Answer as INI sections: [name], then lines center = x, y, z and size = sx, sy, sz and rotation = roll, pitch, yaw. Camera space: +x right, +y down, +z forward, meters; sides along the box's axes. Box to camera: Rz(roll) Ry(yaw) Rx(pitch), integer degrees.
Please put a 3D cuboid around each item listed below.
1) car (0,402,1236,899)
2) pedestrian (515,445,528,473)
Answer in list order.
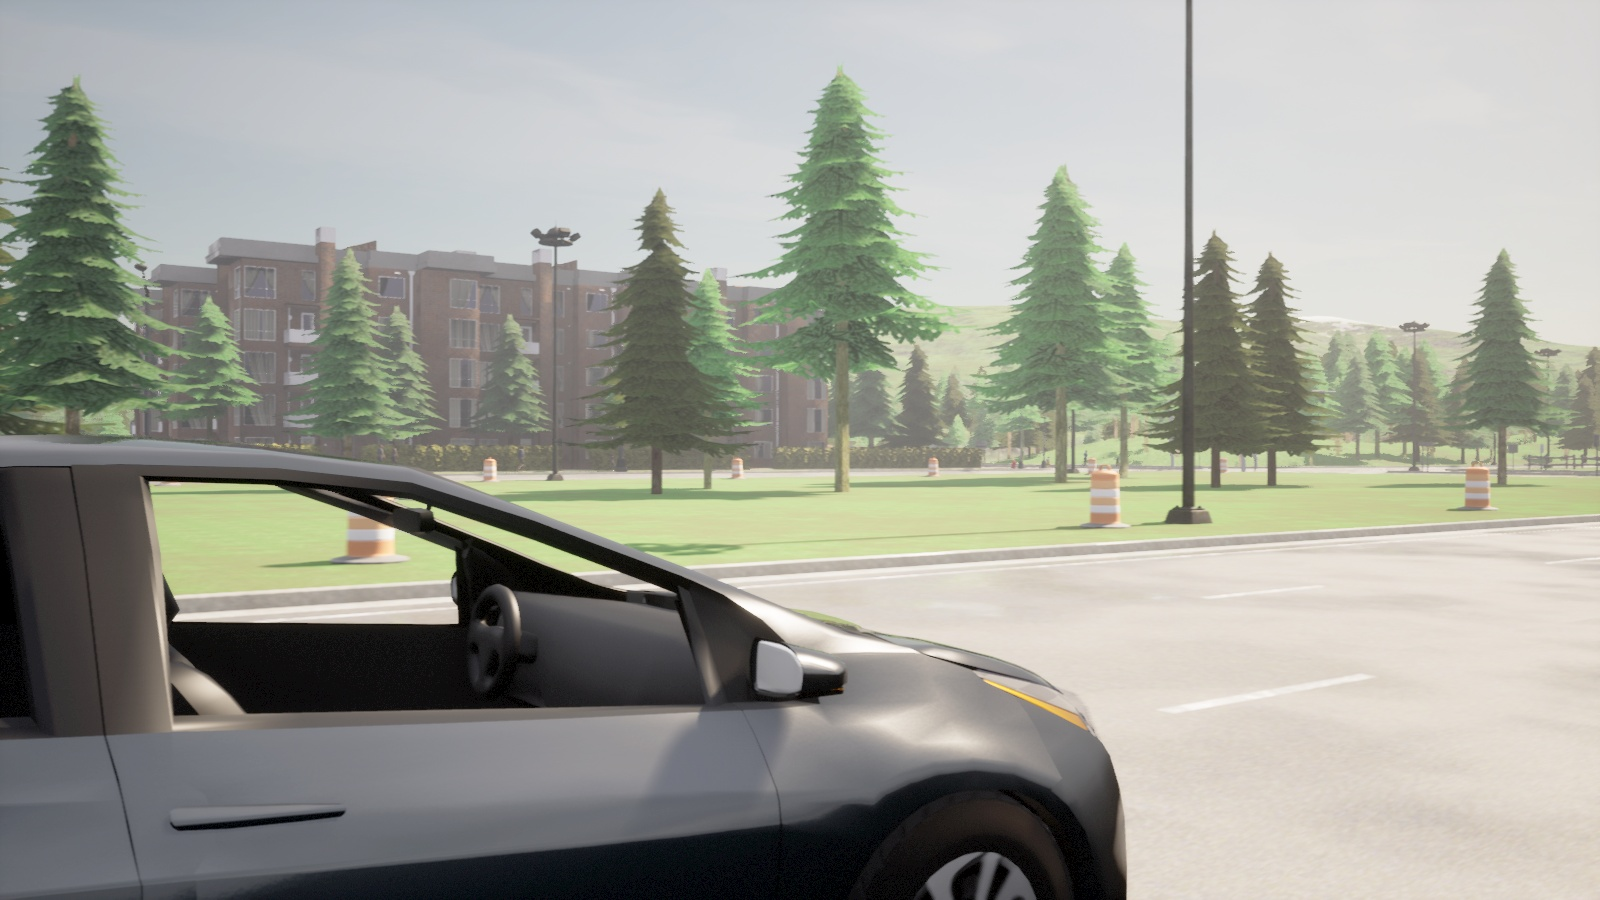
[car]
center = -1.313, 0.701, 2.745
size = 4.514, 1.525, 2.007
rotation = 0, 0, -35
[pedestrian]
center = -19.377, 0.622, 87.272
size = 0.788, 1.949, 0.423
rotation = 0, 0, -34
